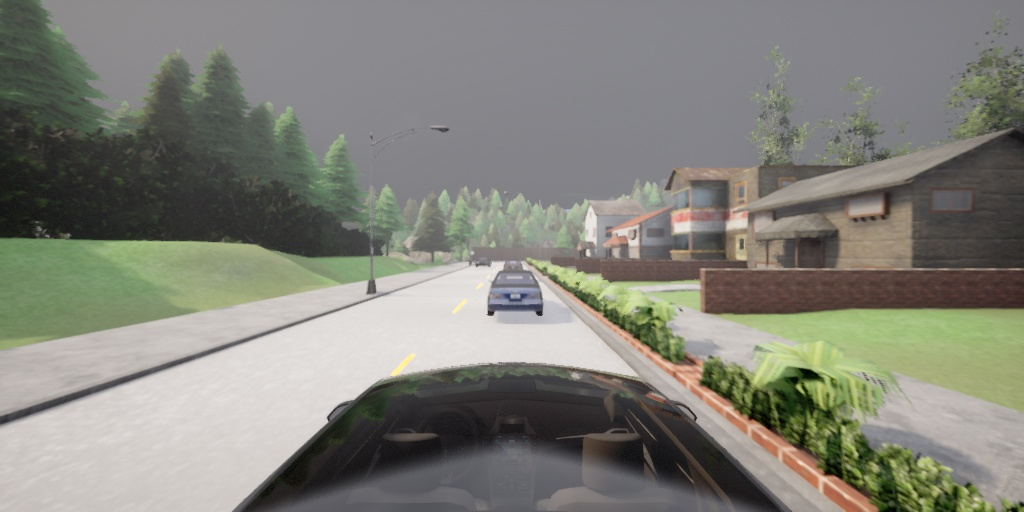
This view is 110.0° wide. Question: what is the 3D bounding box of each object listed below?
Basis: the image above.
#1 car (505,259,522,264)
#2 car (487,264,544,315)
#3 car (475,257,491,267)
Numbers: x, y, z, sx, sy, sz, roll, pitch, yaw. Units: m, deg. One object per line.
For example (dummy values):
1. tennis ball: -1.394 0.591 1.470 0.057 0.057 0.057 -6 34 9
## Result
1. car: 0.096 1.006 33.265 2.033 1.411 5.357 0 1 0
2. car: 0.098 1.193 12.961 2.033 1.411 5.357 0 1 0
3. car: -4.015 0.866 50.273 1.994 1.385 4.181 0 0 0
